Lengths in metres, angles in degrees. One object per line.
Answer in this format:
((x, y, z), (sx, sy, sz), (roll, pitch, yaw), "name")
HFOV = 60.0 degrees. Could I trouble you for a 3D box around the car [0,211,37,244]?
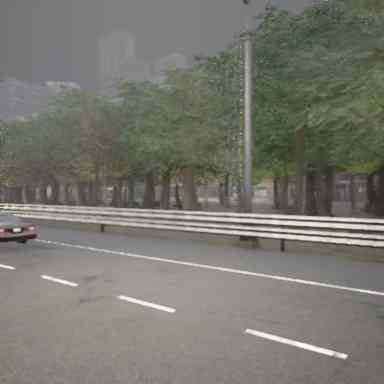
((-8.936, 1.550, 14.556), (5.357, 1.411, 2.033), (0, 0, 36), "car")
